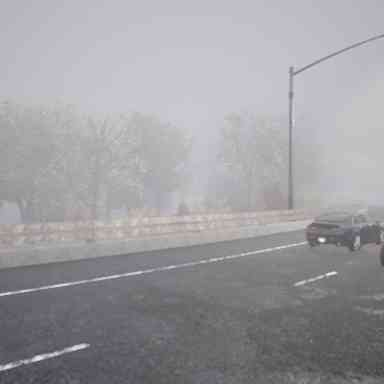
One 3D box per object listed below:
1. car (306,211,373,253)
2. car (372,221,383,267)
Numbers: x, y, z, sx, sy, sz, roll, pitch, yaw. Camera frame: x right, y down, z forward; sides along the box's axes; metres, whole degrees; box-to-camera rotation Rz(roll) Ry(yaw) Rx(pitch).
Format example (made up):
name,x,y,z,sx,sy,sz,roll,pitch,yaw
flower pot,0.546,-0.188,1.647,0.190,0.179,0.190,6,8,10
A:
name,x,y,z,sx,sy,sz,roll,pitch,yaw
car,6.717,1.593,14.376,4.892,1.490,1.837,1,0,-44
car,7.556,1.641,10.387,4.181,1.385,1.994,0,0,-42
